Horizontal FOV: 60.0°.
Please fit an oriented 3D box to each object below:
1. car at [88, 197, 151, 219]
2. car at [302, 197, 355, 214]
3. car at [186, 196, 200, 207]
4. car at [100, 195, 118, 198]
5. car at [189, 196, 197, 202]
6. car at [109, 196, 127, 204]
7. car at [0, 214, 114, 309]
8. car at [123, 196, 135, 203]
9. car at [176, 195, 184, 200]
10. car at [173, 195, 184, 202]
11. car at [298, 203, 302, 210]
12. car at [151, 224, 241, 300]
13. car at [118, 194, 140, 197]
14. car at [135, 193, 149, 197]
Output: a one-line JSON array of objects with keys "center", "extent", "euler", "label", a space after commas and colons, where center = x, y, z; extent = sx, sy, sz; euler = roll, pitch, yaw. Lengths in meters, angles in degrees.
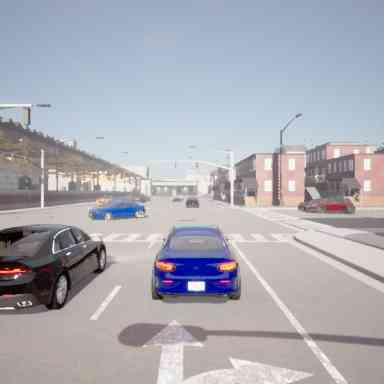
[{"center": [-6.131, 1.477, 27.449], "extent": [1.882, 1.535, 5.008], "euler": [-1, -1, 42], "label": "car"}, {"center": [14.363, 1.352, 34.578], "extent": [4.553, 1.767, 2.097], "euler": [0, 0, 0], "label": "car"}, {"center": [0.128, 1.477, 49.877], "extent": [1.882, 1.535, 5.008], "euler": [0, 0, -1], "label": "car"}, {"center": [-13.956, 1.352, 53.684], "extent": [2.097, 1.767, 4.553], "euler": [0, 0, 0], "label": "car"}, {"center": [0.176, 1.595, 76.845], "extent": [1.895, 1.301, 4.718], "euler": [0, 0, 0], "label": "car"}, {"center": [-13.907, 1.491, 62.733], "extent": [2.128, 1.511, 4.902], "euler": [0, 0, 1], "label": "car"}, {"center": [-3.411, 1.505, 7.831], "extent": [1.837, 1.490, 4.892], "euler": [0, 0, 0], "label": "car"}, {"center": [-13.835, 1.524, 72.947], "extent": [1.812, 1.442, 4.674], "euler": [0, 0, 0], "label": "car"}, {"center": [-3.291, 1.524, 92.199], "extent": [1.812, 1.442, 4.674], "euler": [0, 0, 0], "label": "car"}, {"center": [-3.325, 1.595, 76.623], "extent": [1.895, 1.301, 4.718], "euler": [0, 0, 0], "label": "car"}, {"center": [14.646, 1.506, 38.090], "extent": [4.892, 1.490, 1.837], "euler": [0, 0, 0], "label": "car"}, {"center": [0.096, 1.526, 8.286], "extent": [1.812, 1.442, 4.674], "euler": [0, 0, 0], "label": "car"}, {"center": [-10.450, 1.547, 55.389], "extent": [2.033, 1.411, 5.357], "euler": [0, 0, 0], "label": "car"}, {"center": [-10.382, 1.221, 65.251], "extent": [2.150, 2.045, 5.566], "euler": [0, 0, 0], "label": "car"}]
